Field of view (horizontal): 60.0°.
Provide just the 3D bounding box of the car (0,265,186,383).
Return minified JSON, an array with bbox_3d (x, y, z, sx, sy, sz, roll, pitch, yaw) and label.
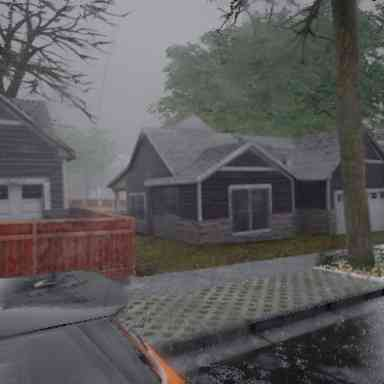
[{"bbox_3d":[-2.140,1.367,1.485,4.553,1.767,2.097,1,-1,-32],"label":"car"}]
